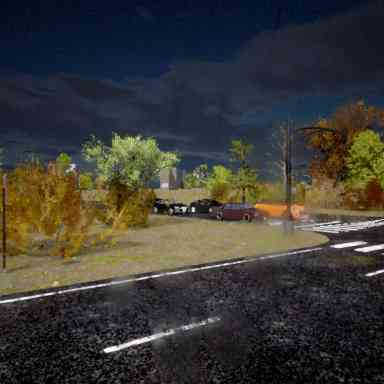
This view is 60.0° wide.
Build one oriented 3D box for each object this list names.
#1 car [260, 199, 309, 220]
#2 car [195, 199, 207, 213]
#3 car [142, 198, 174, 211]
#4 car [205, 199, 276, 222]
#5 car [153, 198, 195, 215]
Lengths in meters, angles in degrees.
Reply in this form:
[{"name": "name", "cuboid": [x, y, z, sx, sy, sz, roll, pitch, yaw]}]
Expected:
[{"name": "car", "cuboid": [7.303, 1.346, 27.445, 2.097, 1.767, 4.553, 0, 0, -38]}, {"name": "car", "cuboid": [1.715, 1.489, 34.555, 1.837, 1.490, 4.892, 0, 0, -38]}, {"name": "car", "cuboid": [-4.397, 1.499, 42.330, 1.812, 1.442, 4.674, 0, 0, -38]}, {"name": "car", "cuboid": [3.749, 1.560, 26.709, 2.033, 1.411, 5.357, 0, 0, -38]}, {"name": "car", "cuboid": [-2.269, 1.494, 34.365, 2.128, 1.511, 4.902, 0, 0, -38]}]
